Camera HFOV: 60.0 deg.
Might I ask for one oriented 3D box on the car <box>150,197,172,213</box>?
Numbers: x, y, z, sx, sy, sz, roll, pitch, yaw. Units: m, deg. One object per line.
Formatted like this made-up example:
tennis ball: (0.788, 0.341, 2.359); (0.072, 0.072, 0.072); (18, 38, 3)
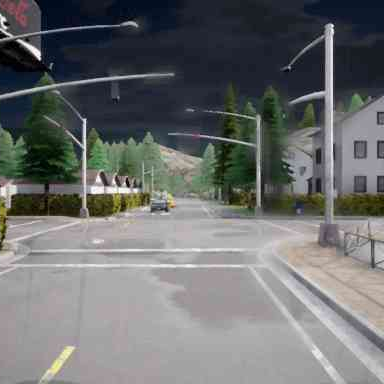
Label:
car: (-3.599, 1.536, 38.163); (1.812, 1.442, 4.674); (0, 0, 0)

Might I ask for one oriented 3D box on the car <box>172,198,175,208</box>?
car: (-3.605, 1.490, 48.635); (1.882, 1.535, 5.008); (0, 0, 0)
